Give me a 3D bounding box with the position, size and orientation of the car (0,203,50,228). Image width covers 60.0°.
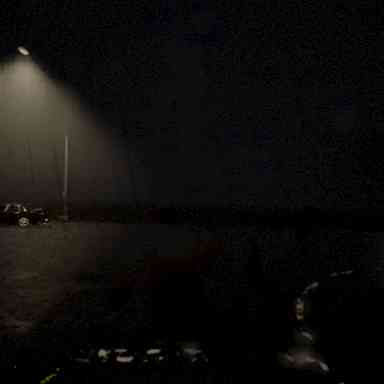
[{"bbox_3d":[-11.758,1.473,21.417,4.892,1.490,1.837,2,0,0],"label":"car"}]
